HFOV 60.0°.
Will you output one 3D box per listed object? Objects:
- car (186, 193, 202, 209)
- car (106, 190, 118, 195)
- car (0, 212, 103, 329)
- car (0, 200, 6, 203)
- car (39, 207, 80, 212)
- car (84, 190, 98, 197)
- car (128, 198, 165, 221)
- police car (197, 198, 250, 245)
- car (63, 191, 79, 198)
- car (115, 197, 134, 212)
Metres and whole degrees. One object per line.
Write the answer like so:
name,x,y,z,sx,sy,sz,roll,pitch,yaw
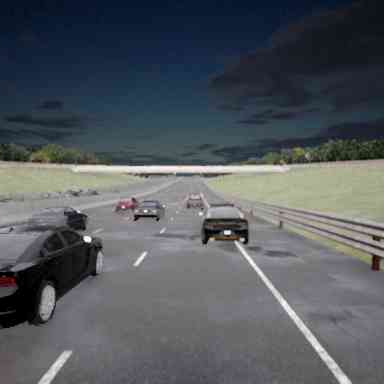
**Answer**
car,0.364,1.165,38.491,2.128,1.511,4.902,0,1,1
car,-16.902,0.366,70.432,2.128,1.511,4.902,0,2,0
car,-3.340,1.418,7.000,1.882,1.535,5.008,0,0,0
car,-17.350,1.353,28.974,1.994,1.385,4.181,0,0,1
car,-6.755,1.432,16.920,1.994,1.385,4.181,0,0,0
car,-20.428,0.444,67.406,1.837,1.490,4.892,0,2,0
car,-3.184,1.361,25.326,2.033,1.411,5.357,0,0,0
police car,1.354,1.305,15.111,1.930,1.638,5.238,0,0,0
car,-23.940,0.519,66.044,2.128,1.511,4.902,0,2,0
car,-6.606,1.256,34.447,1.812,1.442,4.674,0,1,0
